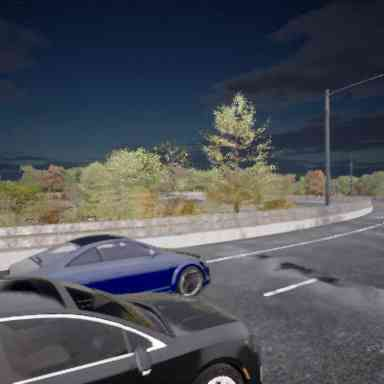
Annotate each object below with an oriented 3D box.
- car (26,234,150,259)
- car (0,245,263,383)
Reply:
[{"bbox_3d":[-1.611,1.606,7.132,4.181,1.385,1.994,0,0,-37],"label":"car"},{"bbox_3d":[-1.505,1.528,2.825,4.892,1.490,1.837,0,0,-35],"label":"car"}]
